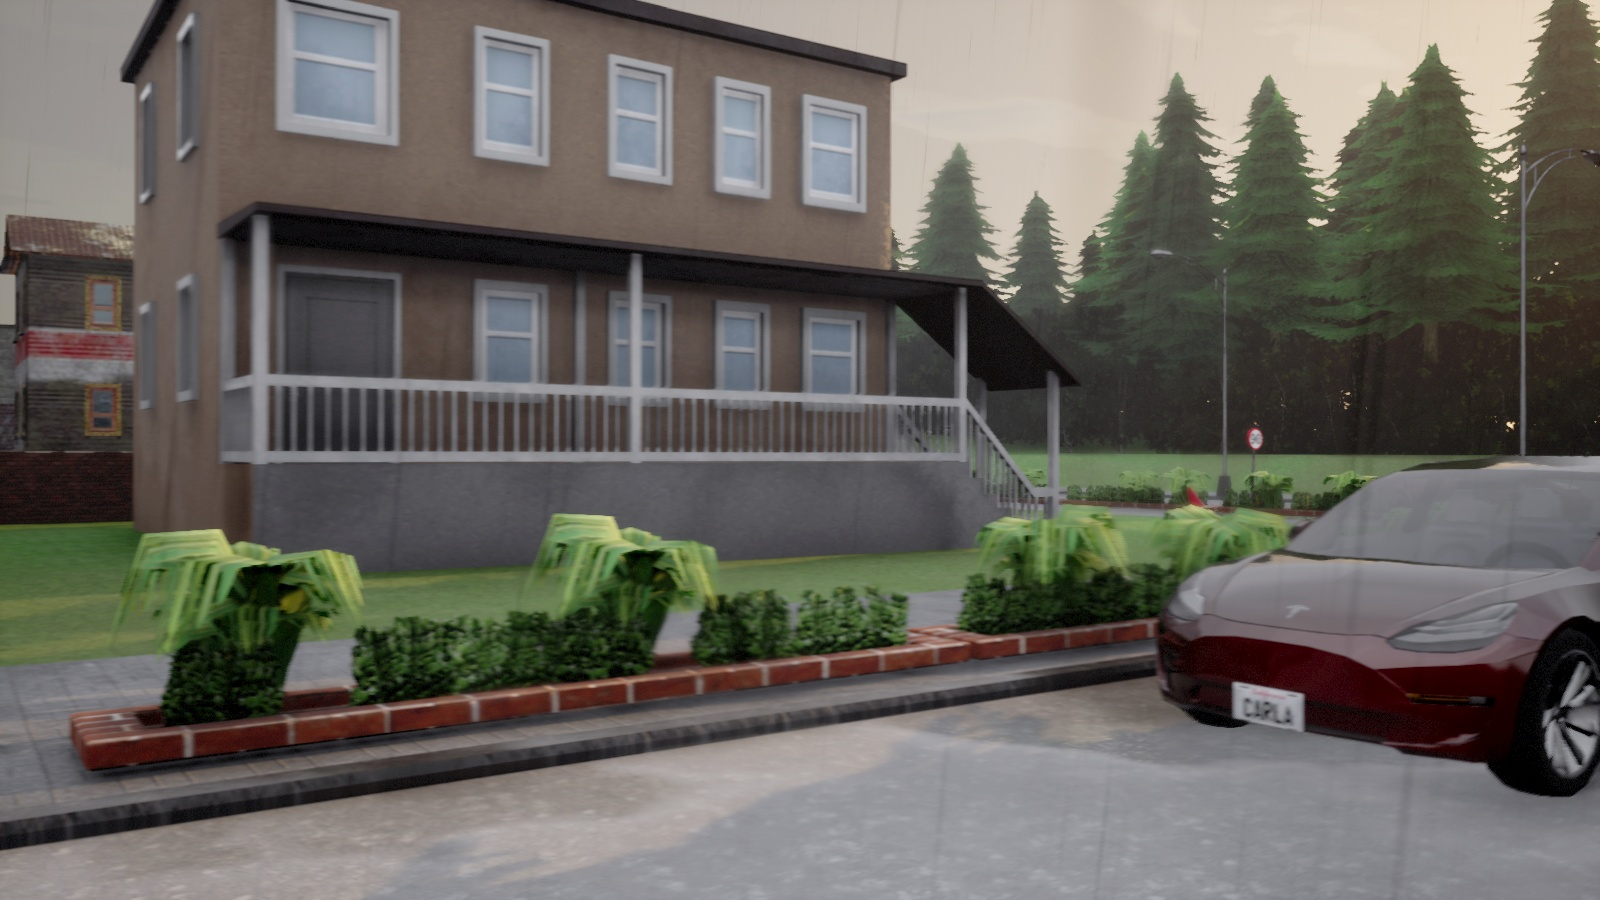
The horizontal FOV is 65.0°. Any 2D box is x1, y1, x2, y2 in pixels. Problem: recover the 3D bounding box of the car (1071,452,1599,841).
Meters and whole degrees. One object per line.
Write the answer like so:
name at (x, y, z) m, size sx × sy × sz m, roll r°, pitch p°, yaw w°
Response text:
car at (4.010, 0.753, 7.056) m, size 4.792 × 1.488 × 2.163 m, roll 0°, pitch 0°, yaw -35°
